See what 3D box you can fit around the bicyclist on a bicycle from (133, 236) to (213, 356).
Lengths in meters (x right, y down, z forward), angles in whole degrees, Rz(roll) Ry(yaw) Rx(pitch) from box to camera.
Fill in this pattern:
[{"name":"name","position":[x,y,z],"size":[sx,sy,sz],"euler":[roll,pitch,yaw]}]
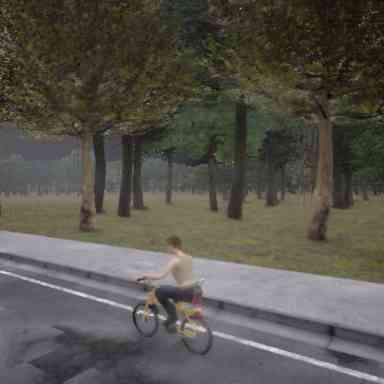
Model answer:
[{"name":"bicyclist on a bicycle","position":[-0.328,1.435,4.847],"size":[1.509,1.612,0.866],"euler":[0,0,36]}]
